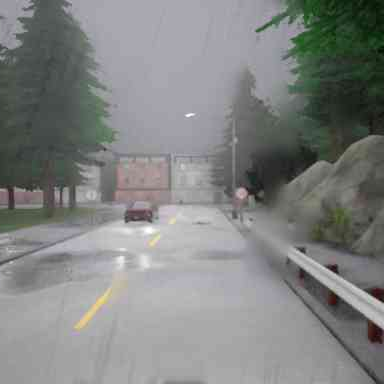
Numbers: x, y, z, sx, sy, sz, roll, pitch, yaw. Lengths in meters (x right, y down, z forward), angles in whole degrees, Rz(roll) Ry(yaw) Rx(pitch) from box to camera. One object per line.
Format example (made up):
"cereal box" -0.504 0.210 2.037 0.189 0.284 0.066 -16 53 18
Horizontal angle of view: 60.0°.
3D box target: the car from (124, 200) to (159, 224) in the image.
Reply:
"car" -3.478 1.333 23.574 1.882 1.535 5.008 0 0 2
